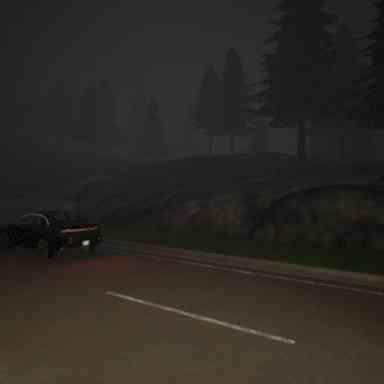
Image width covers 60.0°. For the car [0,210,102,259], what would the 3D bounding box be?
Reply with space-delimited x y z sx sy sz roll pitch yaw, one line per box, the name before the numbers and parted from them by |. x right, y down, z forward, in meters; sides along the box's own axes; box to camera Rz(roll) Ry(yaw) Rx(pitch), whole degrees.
car | -5.381 1.439 12.393 4.902 1.511 2.128 0 0 38
